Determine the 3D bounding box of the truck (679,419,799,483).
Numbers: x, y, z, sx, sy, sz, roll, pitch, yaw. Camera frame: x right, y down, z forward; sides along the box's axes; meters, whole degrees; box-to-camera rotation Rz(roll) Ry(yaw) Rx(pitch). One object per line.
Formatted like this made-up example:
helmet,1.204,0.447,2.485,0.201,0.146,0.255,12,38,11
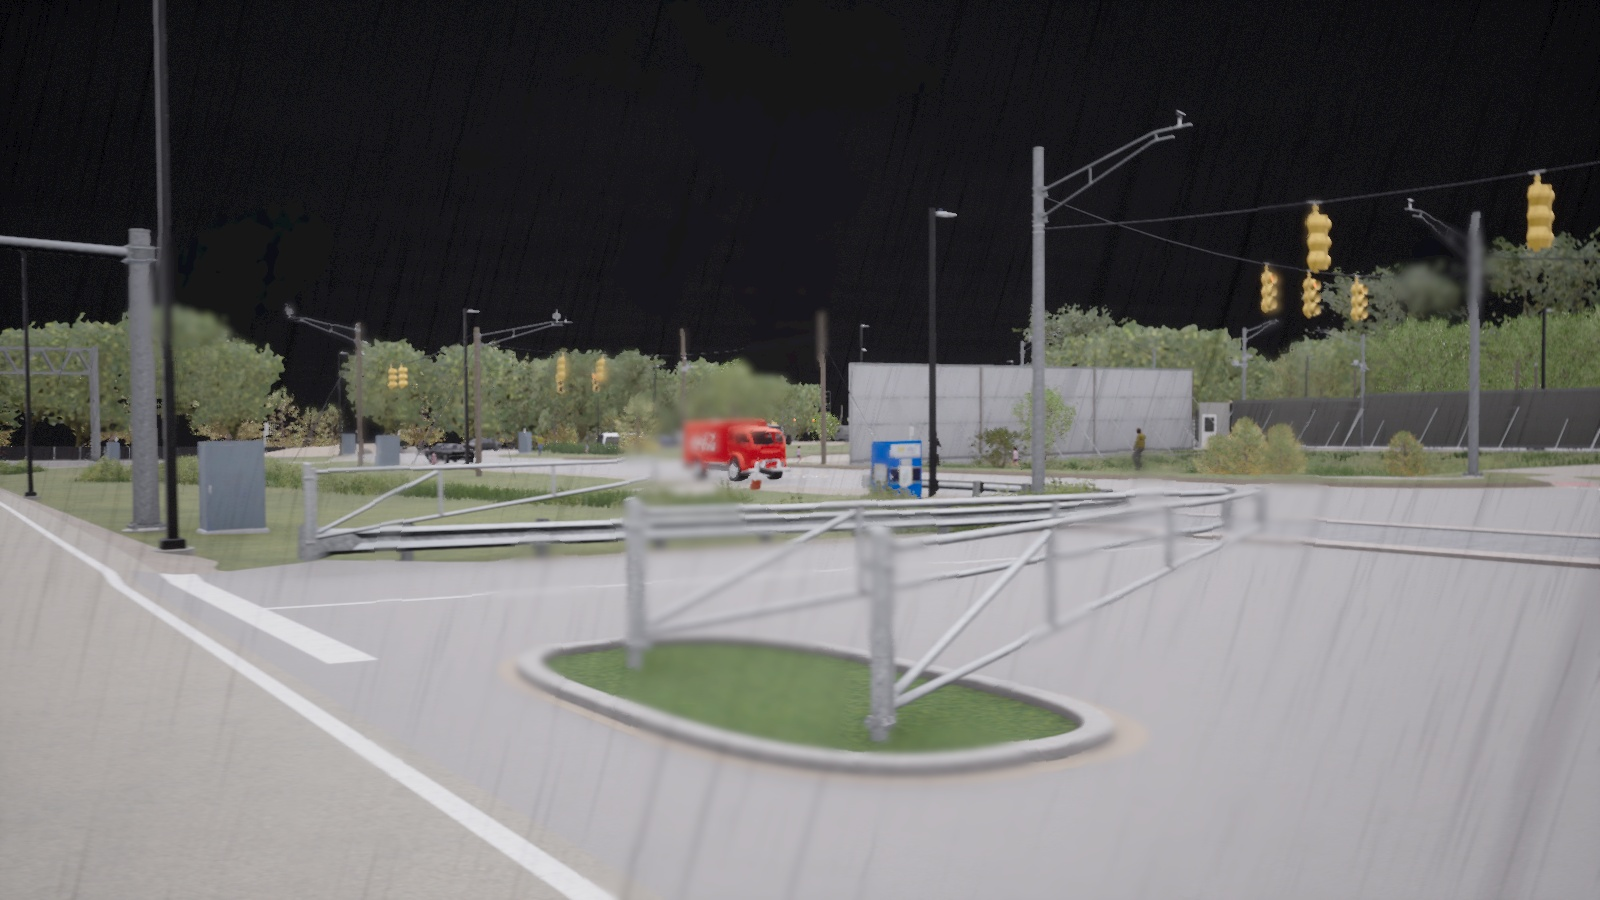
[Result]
truck,-2.630,0.010,52.607,2.627,2.467,5.204,-2,2,-35

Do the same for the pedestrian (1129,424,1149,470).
pedestrian,13.725,-0.115,50.796,0.370,1.835,0.726,-2,3,-34

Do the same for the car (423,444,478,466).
car,-22.782,0.302,81.686,1.895,1.301,4.718,-2,2,-35
